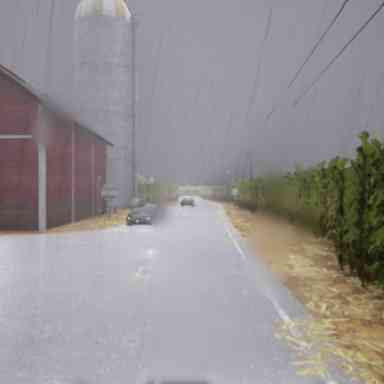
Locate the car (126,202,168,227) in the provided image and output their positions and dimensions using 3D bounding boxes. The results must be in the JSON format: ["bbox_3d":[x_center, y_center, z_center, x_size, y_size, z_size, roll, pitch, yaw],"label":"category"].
[{"bbox_3d":[-2.901,1.488,22.415,1.837,1.490,4.892,1,1,9],"label":"car"}]

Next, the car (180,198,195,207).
[{"bbox_3d":[-0.616,1.466,48.325,1.895,1.301,4.718,0,0,5],"label":"car"}]
